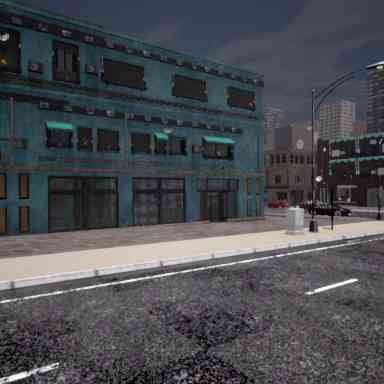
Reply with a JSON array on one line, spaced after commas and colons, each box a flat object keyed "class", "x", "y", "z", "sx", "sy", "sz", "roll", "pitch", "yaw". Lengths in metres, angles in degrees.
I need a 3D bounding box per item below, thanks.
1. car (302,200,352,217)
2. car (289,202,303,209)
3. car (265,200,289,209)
[{"class": "car", "x": 13.966, "y": 1.811, "z": 33.920, "sx": 1.947, "sy": 1.339, "sz": 4.313, "roll": -1, "pitch": 0, "yaw": -35}, {"class": "car", "x": 16.096, "y": 1.806, "z": 45.640, "sx": 2.008, "sy": 1.369, "sz": 4.403, "roll": -2, "pitch": 0, "yaw": -35}, {"class": "car", "x": 12.903, "y": 1.900, "z": 50.161, "sx": 1.802, "sy": 1.307, "sz": 4.206, "roll": -2, "pitch": 0, "yaw": -35}]
